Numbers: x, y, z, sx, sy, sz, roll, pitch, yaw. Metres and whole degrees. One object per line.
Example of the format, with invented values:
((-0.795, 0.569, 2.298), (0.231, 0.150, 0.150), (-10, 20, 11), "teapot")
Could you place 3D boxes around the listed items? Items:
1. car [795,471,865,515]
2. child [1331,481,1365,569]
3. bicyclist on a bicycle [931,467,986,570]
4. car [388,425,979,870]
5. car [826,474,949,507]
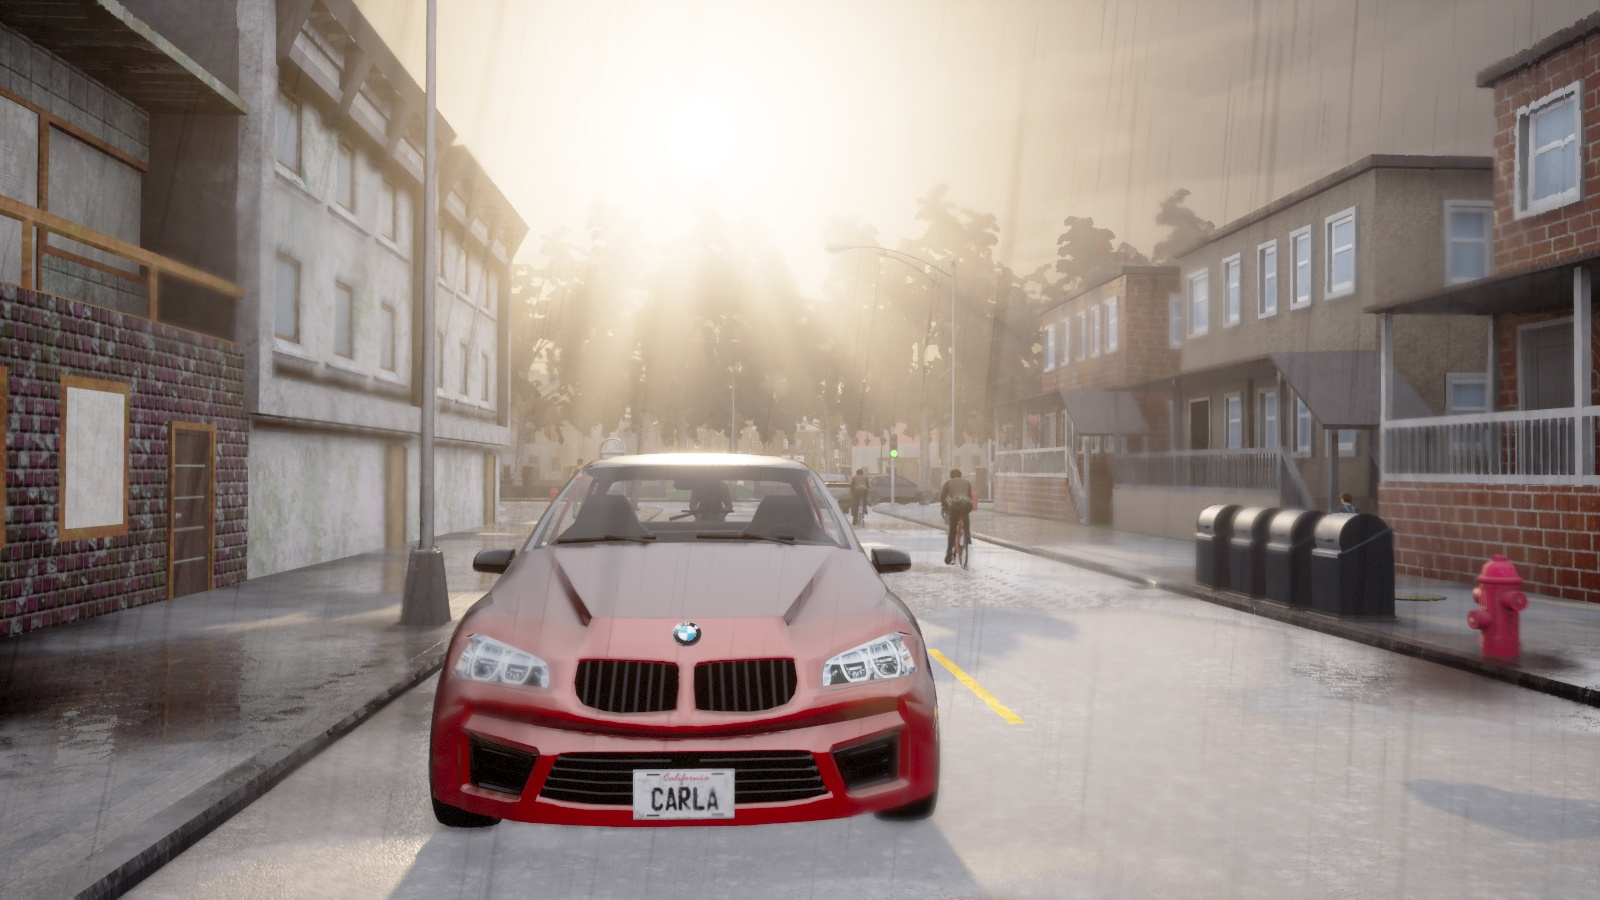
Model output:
((1.019, 1.531, 45.614), (2.128, 1.511, 4.902), (0, -1, -4), "car")
((7.960, 1.078, 18.241), (0.270, 1.263, 0.437), (0, -1, -3), "child")
((2.583, 1.103, 20.642), (0.582, 1.620, 1.656), (0, -1, -4), "bicyclist on a bicycle")
((-0.578, 0.780, 7.099), (2.242, 1.667, 4.611), (0, -1, -4), "car")
((3.974, 1.796, 56.687), (5.357, 1.411, 2.033), (0, -1, -32), "car")
